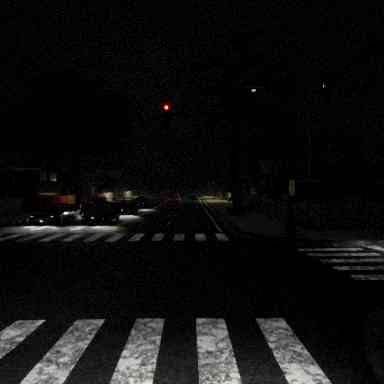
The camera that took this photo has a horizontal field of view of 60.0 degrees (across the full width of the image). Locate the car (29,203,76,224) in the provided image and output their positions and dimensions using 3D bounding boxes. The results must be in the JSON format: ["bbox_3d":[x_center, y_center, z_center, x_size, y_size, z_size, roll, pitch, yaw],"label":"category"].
[{"bbox_3d":[-9.855,1.512,24.405,2.033,1.411,5.357,0,0,0],"label":"car"}]

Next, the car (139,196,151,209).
[{"bbox_3d":[-6.595,1.337,43.785,1.837,1.490,4.892,0,1,0],"label":"car"}]

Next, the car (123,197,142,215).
[{"bbox_3d":[-6.601,1.500,33.381,1.994,1.385,4.181,0,0,0],"label":"car"}]

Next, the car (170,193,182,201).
[{"bbox_3d":[-3.160,0.939,67.773,2.128,1.511,4.902,0,1,0],"label":"car"}]

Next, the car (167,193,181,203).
[{"bbox_3d":[-3.158,1.226,56.957,1.895,1.301,4.718,0,1,0],"label":"car"}]

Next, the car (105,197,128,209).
[{"bbox_3d":[-9.847,1.432,43.836,1.895,1.301,4.718,0,1,0],"label":"car"}]

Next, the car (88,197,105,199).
[{"bbox_3d":[-9.853,1.286,33.789,2.097,1.767,4.553,0,0,0],"label":"car"}]

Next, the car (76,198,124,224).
[{"bbox_3d":[-6.603,1.469,24.484,1.837,1.490,4.892,0,0,0],"label":"car"}]

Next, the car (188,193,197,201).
[{"bbox_3d":[0.093,0.937,67.084,1.882,1.535,5.008,0,1,0],"label":"car"}]
